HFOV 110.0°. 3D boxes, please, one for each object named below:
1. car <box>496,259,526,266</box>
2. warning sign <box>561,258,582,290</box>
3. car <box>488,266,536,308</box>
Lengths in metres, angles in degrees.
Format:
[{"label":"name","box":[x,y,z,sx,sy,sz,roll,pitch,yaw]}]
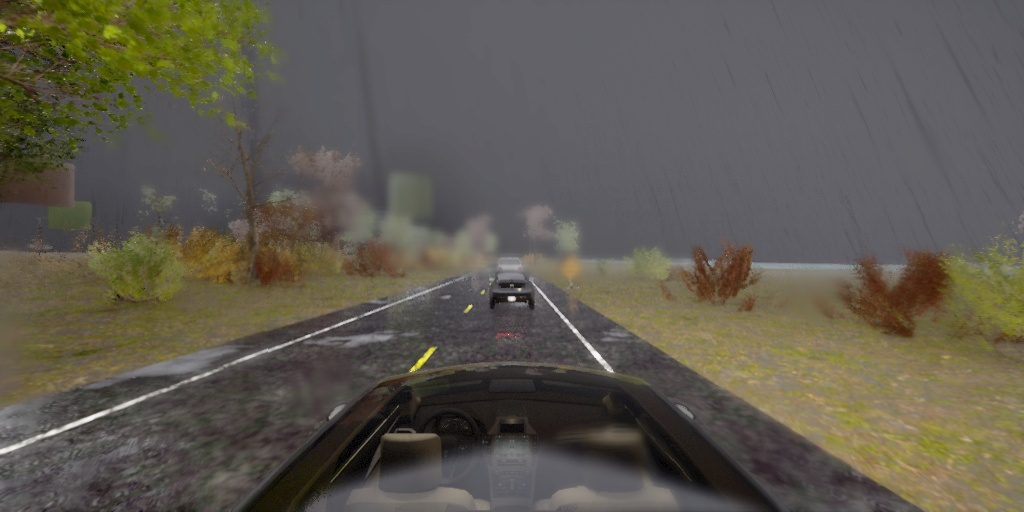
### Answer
[{"label":"car","box":[-0.005,1.237,30.872,2.150,2.045,5.566,0,0,0]},{"label":"warning sign","box":[3.545,1.048,21.340,1.300,1.860,1.060,0,0,0]},{"label":"car","box":[0.002,1.392,16.146,1.837,1.490,4.892,0,0,0]}]
